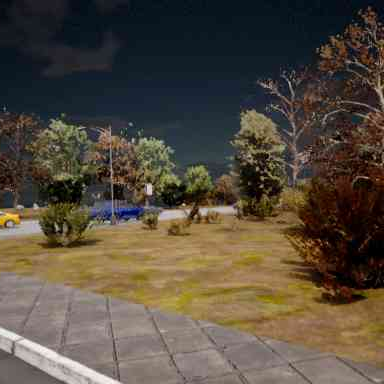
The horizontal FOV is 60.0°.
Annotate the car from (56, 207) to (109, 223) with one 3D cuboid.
[{"bbox_3d":[-11.710,2.459,35.886,2.033,1.411,5.357,-3,-2,32],"label":"car"}]

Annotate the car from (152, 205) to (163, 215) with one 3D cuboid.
[{"bbox_3d":[-6.070,2.510,44.859,2.033,1.411,5.357,-3,-2,32],"label":"car"}]

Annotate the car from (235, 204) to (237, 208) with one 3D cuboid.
[{"bbox_3d":[9.383,2.582,62.523,1.895,1.301,4.718,-3,-2,33],"label":"car"}]

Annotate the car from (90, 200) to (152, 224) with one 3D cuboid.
[{"bbox_3d":[-6.601,1.796,30.556,2.150,2.045,5.566,-3,-2,33],"label":"car"}]

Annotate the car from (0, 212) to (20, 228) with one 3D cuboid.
[{"bbox_3d":[-17.036,2.368,27.647,1.882,1.535,5.008,-3,-2,33],"label":"car"}]
